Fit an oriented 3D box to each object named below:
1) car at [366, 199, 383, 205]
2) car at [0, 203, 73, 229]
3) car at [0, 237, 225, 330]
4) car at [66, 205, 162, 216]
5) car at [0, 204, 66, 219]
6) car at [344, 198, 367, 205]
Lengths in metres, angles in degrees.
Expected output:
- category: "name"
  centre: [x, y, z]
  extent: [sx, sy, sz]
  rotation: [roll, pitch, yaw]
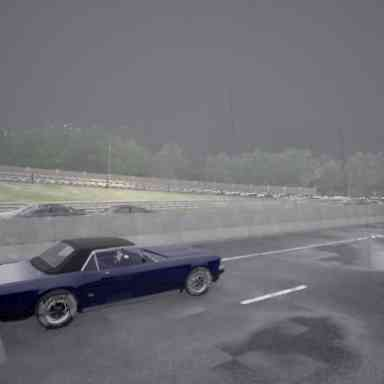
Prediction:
- category: "car"
  centre: [25.305, 1.714, 43.508]
  extent: [4.718, 1.301, 1.895]
  rotation: [0, 0, -35]
- category: "car"
  centre: [-10.627, 1.532, 22.205]
  extent: [4.674, 1.442, 1.812]
  rotation: [0, 0, -35]
- category: "car"
  centre: [-1.598, 1.605, 6.913]
  extent: [4.718, 1.301, 1.895]
  rotation: [0, 0, -36]
- category: "car"
  centre: [-3.969, 1.489, 18.355]
  extent: [5.008, 1.535, 1.882]
  rotation: [0, 0, -35]
- category: "car"
  centre: [-8.611, 1.511, 19.344]
  extent: [4.892, 1.490, 1.837]
  rotation: [0, 0, -35]
- category: "car"
  centre: [23.047, 1.617, 46.195]
  extent: [4.892, 1.490, 1.837]
  rotation: [0, 0, -35]
